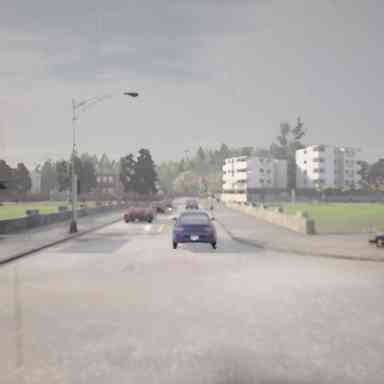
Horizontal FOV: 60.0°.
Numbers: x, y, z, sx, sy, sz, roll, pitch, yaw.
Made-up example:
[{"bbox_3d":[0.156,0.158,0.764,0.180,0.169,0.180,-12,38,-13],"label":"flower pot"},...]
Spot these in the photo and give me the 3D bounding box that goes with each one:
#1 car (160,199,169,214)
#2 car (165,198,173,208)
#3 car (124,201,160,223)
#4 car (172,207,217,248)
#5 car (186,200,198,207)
[{"bbox_3d":[-4.080,1.813,38.121,1.895,1.301,4.718,0,0,0],"label":"car"},{"bbox_3d":[-4.032,1.800,53.105,1.837,1.490,4.892,0,0,1],"label":"car"},{"bbox_3d":[-4.090,1.503,26.940,2.097,1.767,4.553,0,0,0],"label":"car"},{"bbox_3d":[0.100,1.611,15.177,1.812,1.442,4.674,0,0,0],"label":"car"},{"bbox_3d":[-0.002,1.814,47.626,2.033,1.411,5.357,0,0,0],"label":"car"}]
